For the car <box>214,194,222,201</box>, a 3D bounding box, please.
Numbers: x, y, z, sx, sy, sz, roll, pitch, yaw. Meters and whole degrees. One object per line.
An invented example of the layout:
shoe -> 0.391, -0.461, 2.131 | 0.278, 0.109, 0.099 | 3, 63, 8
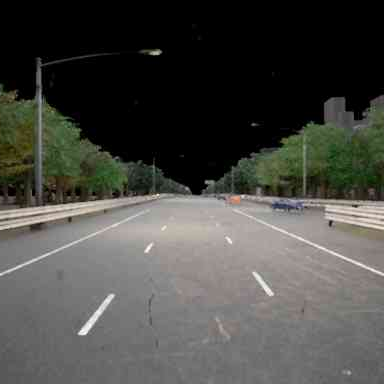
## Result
car -> 7.017, 1.305, 79.003 | 1.882, 1.535, 5.008 | 0, 0, 0

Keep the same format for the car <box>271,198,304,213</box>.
car -> 10.571, 1.435, 36.966 | 1.812, 1.442, 4.674 | 0, 0, -17

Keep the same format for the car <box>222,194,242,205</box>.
car -> 7.156, 1.179, 57.568 | 2.097, 1.767, 4.553 | 0, 0, -6
